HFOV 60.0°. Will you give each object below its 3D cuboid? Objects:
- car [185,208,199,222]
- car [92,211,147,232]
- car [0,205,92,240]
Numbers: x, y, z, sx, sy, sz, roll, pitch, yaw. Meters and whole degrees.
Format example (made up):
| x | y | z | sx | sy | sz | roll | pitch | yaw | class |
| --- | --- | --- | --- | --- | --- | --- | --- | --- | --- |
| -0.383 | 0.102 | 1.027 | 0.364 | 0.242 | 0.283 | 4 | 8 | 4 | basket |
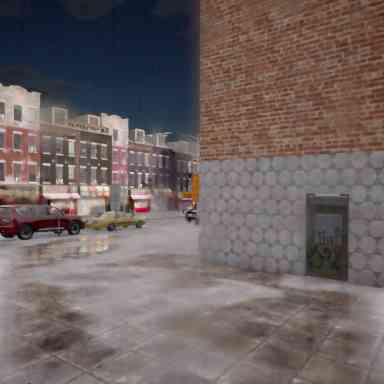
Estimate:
| x | y | z | sx | sy | sz | roll | pitch | yaw | class |
| --- | --- | --- | --- | --- | --- | --- | --- | --- | --- |
| 1.064 | 2.198 | 32.556 | 1.947 | 1.339 | 4.313 | -1 | -2 | 36 | car |
| -5.310 | 1.957 | 23.691 | 1.752 | 1.417 | 4.829 | -1 | -2 | 36 | car |
| -8.646 | 1.642 | 19.055 | 2.192 | 1.841 | 5.009 | -1 | -2 | 36 | car |
